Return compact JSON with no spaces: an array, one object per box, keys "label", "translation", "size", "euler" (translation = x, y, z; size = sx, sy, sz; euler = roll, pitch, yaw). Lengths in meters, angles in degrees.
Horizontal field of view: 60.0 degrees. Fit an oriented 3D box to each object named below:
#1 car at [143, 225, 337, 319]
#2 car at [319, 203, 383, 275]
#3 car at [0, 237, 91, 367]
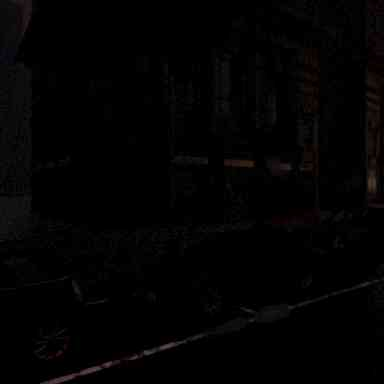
[{"label":"car","translation":[1.039,1.566,7.383],"size":[4.313,1.339,1.947],"euler":[0,0,-35]},{"label":"car","translation":[5.602,1.316,10.632],"size":[5.009,1.841,2.192],"euler":[0,0,-35]},{"label":"car","translation":[-3.524,1.440,4.133],"size":[4.097,1.590,1.967],"euler":[0,0,-35]}]
